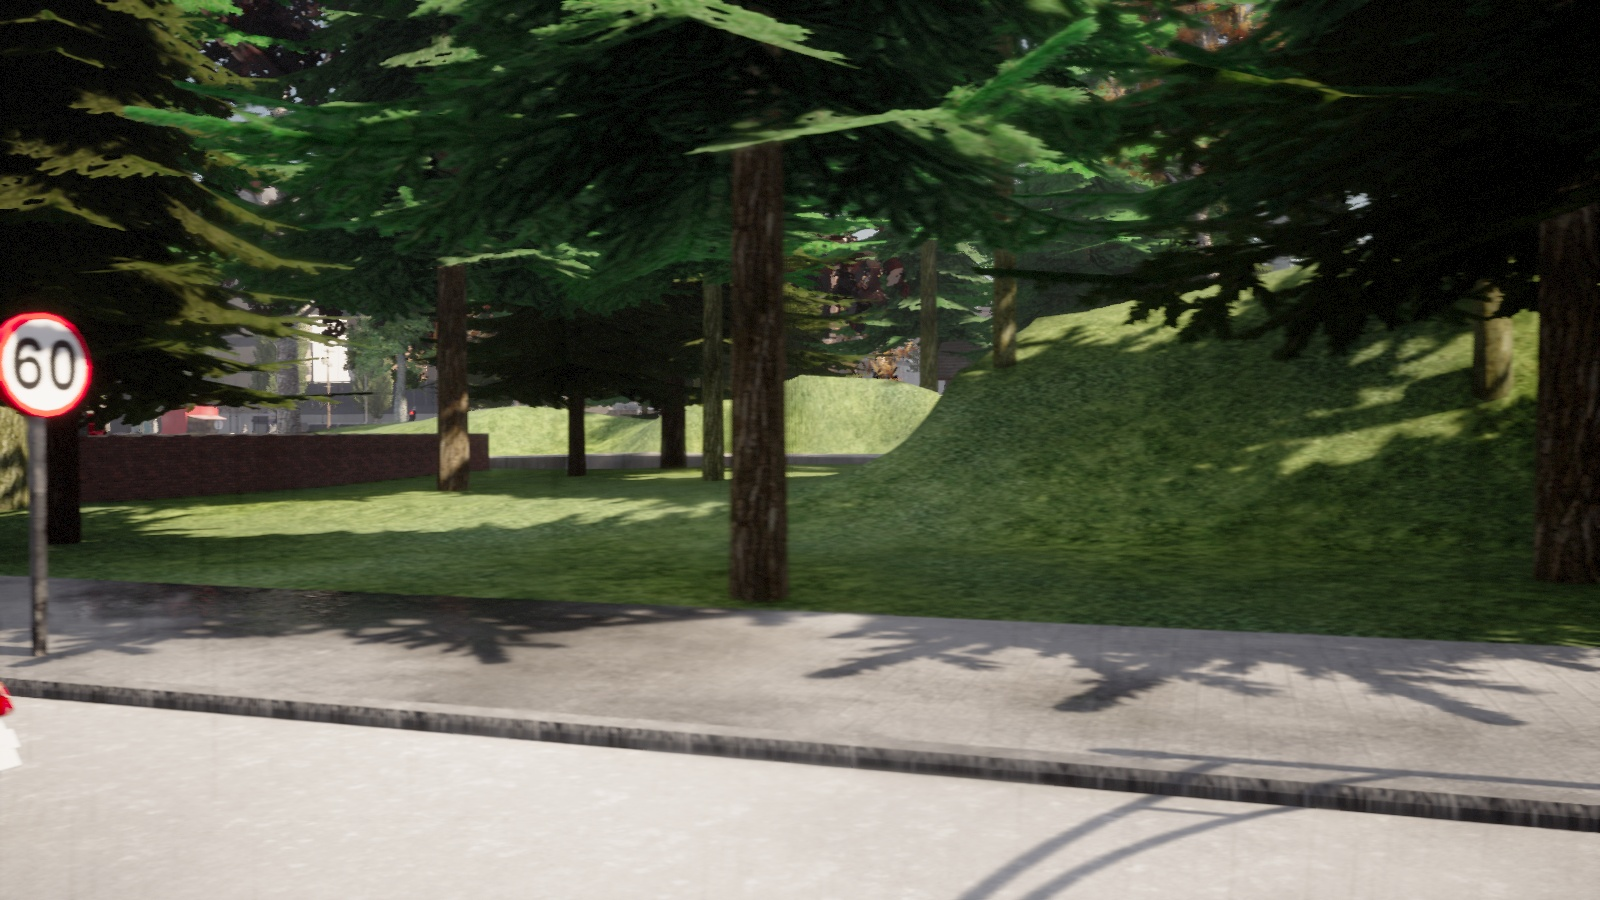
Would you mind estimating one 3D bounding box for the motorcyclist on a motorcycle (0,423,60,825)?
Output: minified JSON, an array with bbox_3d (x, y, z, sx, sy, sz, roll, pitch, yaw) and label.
[{"bbox_3d":[-4.070,0.680,5.087,1.817,1.590,0.866,1,1,19],"label":"motorcyclist on a motorcycle"}]
